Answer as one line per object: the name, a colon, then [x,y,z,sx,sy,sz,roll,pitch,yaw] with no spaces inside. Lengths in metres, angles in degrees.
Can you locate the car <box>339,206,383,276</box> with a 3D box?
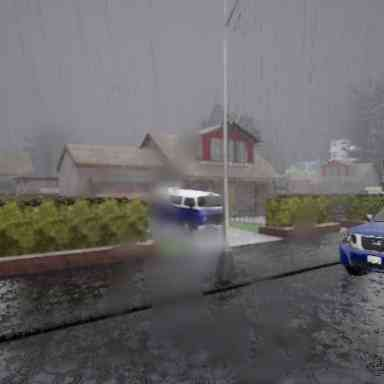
car: [6.381,1.183,9.109,5.566,2.045,2.150,0,0,-35]
